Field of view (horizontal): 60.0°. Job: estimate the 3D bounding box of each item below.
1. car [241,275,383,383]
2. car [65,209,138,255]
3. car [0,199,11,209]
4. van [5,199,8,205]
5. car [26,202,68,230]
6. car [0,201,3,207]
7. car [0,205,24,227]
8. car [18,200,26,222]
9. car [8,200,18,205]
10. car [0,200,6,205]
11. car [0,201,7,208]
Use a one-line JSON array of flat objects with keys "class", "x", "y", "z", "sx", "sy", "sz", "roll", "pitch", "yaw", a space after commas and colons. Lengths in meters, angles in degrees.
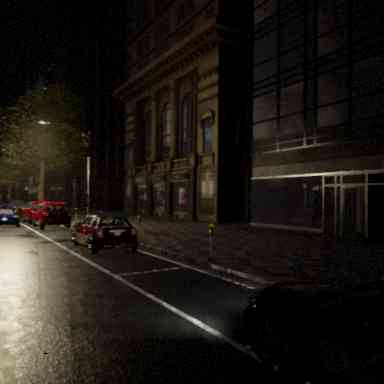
[{"class": "car", "x": 2.597, "y": 1.631, "z": 3.796, "sx": 1.812, "sy": 1.442, "sz": 4.674, "roll": 1, "pitch": -1, "yaw": -33}, {"class": "car", "x": -3.987, "y": 1.676, "z": 14.664, "sx": 1.967, "sy": 1.590, "sz": 4.097, "roll": 1, "pitch": -1, "yaw": -33}, {"class": "car", "x": -35.121, "y": 2.201, "z": 61.684, "sx": 2.192, "sy": 1.841, "sz": 5.009, "roll": 1, "pitch": -1, "yaw": -33}, {"class": "van", "x": -22.667, "y": 1.949, "z": 42.877, "sx": 1.690, "sy": 1.788, "sz": 3.998, "roll": 1, "pitch": -1, "yaw": -33}, {"class": "car", "x": -10.214, "y": 1.670, "z": 24.070, "sx": 2.192, "sy": 1.841, "sz": 5.009, "roll": 1, "pitch": -1, "yaw": -33}, {"class": "car", "x": -44.463, "y": 2.677, "z": 75.783, "sx": 1.947, "sy": 1.339, "sz": 4.313, "roll": 1, "pitch": -1, "yaw": -33}, {"class": "car", "x": -14.251, "y": 1.900, "z": 25.112, "sx": 1.994, "sy": 1.385, "sz": 4.181, "roll": 1, "pitch": -1, "yaw": -33}, {"class": "car", "x": -13.326, "y": 1.733, "z": 28.771, "sx": 2.192, "sy": 1.841, "sz": 5.009, "roll": 1, "pitch": -1, "yaw": -33}, {"class": "car", "x": -19.554, "y": 1.984, "z": 38.173, "sx": 1.967, "sy": 1.590, "sz": 4.097, "roll": 1, "pitch": -1, "yaw": -33}, {"class": "car", "x": -23.294, "y": 1.996, "z": 38.755, "sx": 1.882, "sy": 1.535, "sz": 5.008, "roll": 1, "pitch": -1, "yaw": -33}, {"class": "car", "x": -38.236, "y": 2.506, "z": 66.381, "sx": 1.887, "sy": 1.381, "sz": 4.507, "roll": 1, "pitch": -1, "yaw": -33}]
